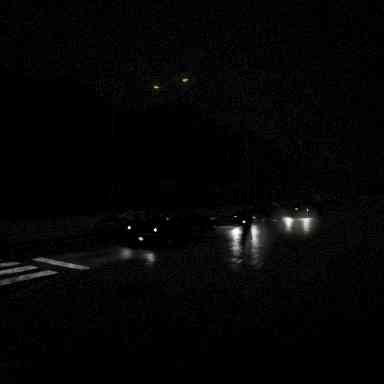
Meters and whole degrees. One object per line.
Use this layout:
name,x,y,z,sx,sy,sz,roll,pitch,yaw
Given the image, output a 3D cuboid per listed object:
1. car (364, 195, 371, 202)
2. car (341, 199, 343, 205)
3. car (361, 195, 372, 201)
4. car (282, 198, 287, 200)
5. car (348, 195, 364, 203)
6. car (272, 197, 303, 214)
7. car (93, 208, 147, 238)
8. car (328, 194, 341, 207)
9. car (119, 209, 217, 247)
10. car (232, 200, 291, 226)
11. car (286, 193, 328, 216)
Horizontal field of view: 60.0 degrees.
car,39.476,1.485,76.915,1.752,1.417,4.829,0,0,35
car,23.248,1.498,53.818,1.947,1.339,4.313,0,0,35
car,42.839,1.517,81.701,1.887,1.381,4.507,0,0,35
car,6.920,1.522,30.582,1.802,1.307,4.206,0,0,35
car,33.043,1.507,67.759,1.947,1.339,4.313,0,0,35
car,10.185,1.377,35.230,1.967,1.590,4.097,0,0,35
car,-2.875,1.516,16.642,2.008,1.369,4.403,0,0,35
car,19.981,1.248,49.171,2.192,1.841,5.009,0,0,35
car,-0.796,1.564,15.194,1.895,1.301,4.718,0,0,35
car,4.828,1.493,23.190,2.033,1.411,5.357,0,0,35
car,10.894,1.157,31.807,2.150,2.045,5.566,0,0,35
